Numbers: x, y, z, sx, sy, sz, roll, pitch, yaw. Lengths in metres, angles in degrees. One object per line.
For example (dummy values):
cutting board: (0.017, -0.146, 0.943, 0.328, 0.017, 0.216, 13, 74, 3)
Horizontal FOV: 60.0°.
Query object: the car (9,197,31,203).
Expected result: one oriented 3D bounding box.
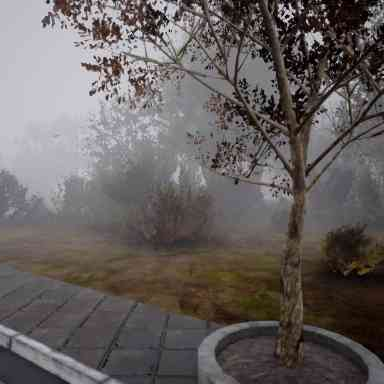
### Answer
car: (-20.074, 1.271, 39.026, 2.033, 1.411, 5.357, 1, 0, 32)
